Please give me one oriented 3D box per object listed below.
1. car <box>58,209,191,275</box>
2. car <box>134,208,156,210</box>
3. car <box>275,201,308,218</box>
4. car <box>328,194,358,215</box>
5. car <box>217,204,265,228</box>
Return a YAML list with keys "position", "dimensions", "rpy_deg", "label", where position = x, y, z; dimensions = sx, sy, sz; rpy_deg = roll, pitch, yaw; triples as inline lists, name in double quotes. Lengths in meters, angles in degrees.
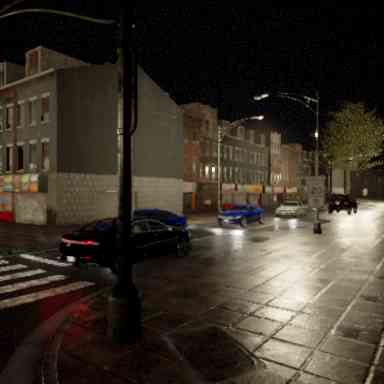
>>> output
- position: [-1.848, 1.528, 10.713]
  dimensions: [2.128, 1.511, 4.902]
  rpy_deg: [0, 0, 32]
  label: "car"
- position: [-2.231, 1.502, 15.094]
  dimensions: [1.882, 1.535, 5.008]
  rpy_deg: [0, 0, 36]
  label: "car"
- position: [9.483, 1.580, 31.452]
  dimensions: [1.812, 1.442, 4.674]
  rpy_deg: [0, 0, 36]
  label: "car"
- position: [16.380, 1.300, 36.025]
  dimensions: [2.150, 2.045, 5.566]
  rpy_deg: [0, -1, 35]
  label: "car"
- position: [3.529, 1.564, 23.138]
  dimensions: [1.812, 1.442, 4.674]
  rpy_deg: [0, 0, 36]
  label: "car"
